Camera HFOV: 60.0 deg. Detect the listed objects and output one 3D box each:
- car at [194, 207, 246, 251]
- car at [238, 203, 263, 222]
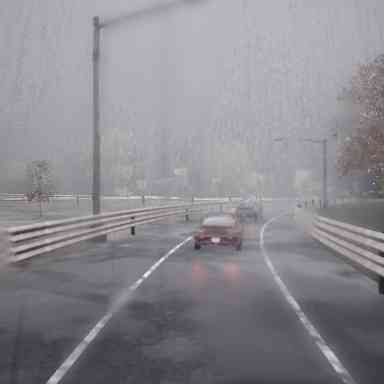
[{"bbox_3d":[1.242,1.574,14.247,1.812,1.442,4.674,0,0,10],"label":"car"},{"bbox_3d":[4.943,1.668,28.459,2.128,1.511,4.902,0,-1,19],"label":"car"}]
